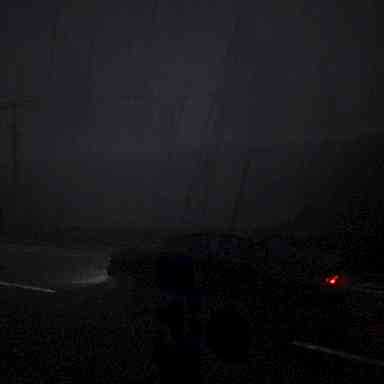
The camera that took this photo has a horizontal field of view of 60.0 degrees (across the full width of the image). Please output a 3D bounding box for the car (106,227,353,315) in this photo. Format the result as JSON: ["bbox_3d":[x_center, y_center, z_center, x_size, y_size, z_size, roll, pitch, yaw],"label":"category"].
[{"bbox_3d":[0.621,1.532,7.477,5.357,1.411,2.033,0,0,29],"label":"car"}]
